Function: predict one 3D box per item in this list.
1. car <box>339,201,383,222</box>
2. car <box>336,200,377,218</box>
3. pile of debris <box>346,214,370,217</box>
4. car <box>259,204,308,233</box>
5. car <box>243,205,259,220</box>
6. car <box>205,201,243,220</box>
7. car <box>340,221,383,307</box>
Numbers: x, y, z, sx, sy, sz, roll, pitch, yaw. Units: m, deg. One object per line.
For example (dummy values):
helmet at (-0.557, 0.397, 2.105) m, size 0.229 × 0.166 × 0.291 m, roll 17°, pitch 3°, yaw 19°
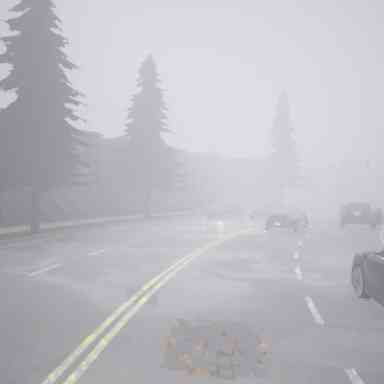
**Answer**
car at (11.834, 1.477, 23.070) m, size 2.097 × 1.767 × 4.553 m, roll 1°, pitch 0°, yaw 36°
car at (16.260, 1.645, 32.772) m, size 5.008 × 1.535 × 1.882 m, roll 0°, pitch 0°, yaw -43°
pile of debris at (16.737, 2.352, 33.506) m, size 1.860 × 0.140 × 1.500 m, roll 1°, pitch 0°, yaw -41°
car at (5.798, 1.590, 20.254) m, size 1.812 × 1.442 × 4.674 m, roll 0°, pitch 0°, yaw 28°
car at (6.579, 1.676, 28.095) m, size 1.895 × 1.301 × 4.718 m, roll 1°, pitch 0°, yaw 39°
car at (3.030, 1.547, 29.064) m, size 1.837 × 1.490 × 4.892 m, roll 0°, pitch -1°, yaw 37°
car at (4.247, 1.535, 5.555) m, size 2.128 × 1.511 × 4.902 m, roll 0°, pitch 0°, yaw 8°
